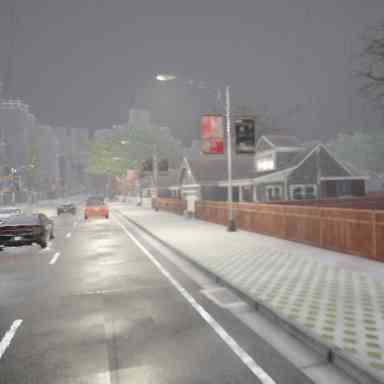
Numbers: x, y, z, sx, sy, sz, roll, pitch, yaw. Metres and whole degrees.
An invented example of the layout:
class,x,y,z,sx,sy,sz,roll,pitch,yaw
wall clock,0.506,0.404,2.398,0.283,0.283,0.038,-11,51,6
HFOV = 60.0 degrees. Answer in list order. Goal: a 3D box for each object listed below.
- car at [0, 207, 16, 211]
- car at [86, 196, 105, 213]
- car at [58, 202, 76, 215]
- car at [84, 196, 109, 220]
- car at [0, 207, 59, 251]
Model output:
class,x,y,z,sx,sy,sz,roll,pitch,yaw
car,-14.247,1.929,25.915,1.812,1.442,4.674,-2,0,-16
car,-12.689,1.539,43.678,2.150,2.045,5.566,-2,0,-17
car,-14.663,1.879,39.112,2.128,1.511,4.902,-2,0,-17
car,-8.972,1.579,31.261,2.097,1.767,4.553,-2,0,-16
car,-7.592,1.691,15.501,1.882,1.535,5.008,-2,0,-17
